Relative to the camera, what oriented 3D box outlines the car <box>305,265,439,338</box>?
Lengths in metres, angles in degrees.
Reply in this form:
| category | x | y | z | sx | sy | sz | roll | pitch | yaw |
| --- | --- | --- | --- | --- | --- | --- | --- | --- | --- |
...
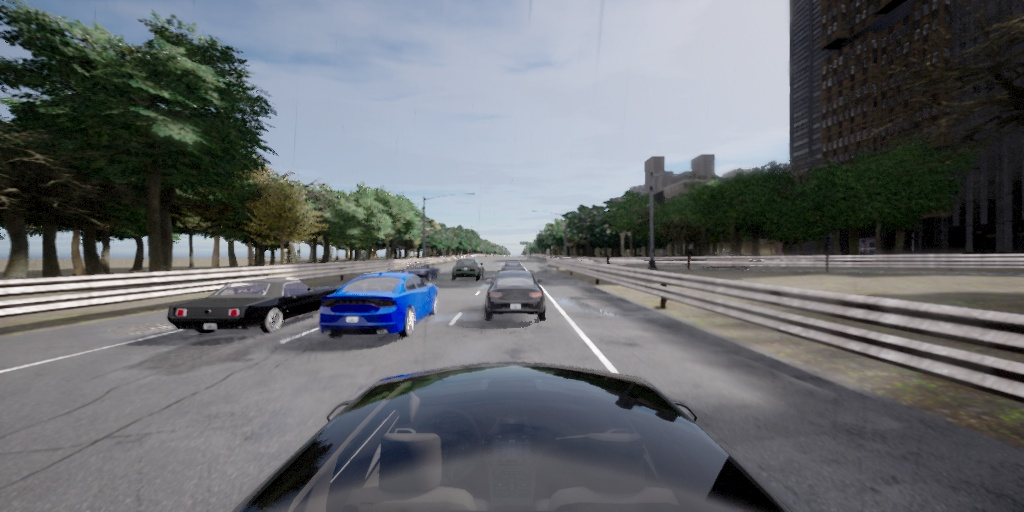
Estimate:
| category | x | y | z | sx | sy | sz | roll | pitch | yaw |
| --- | --- | --- | --- | --- | --- | --- | --- | --- | --- |
| car | -3.400 | 1.189 | 10.114 | 1.882 | 1.535 | 5.008 | 0 | 0 | 0 |

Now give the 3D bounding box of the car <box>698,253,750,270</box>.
| category | x | y | z | sx | sy | sz | roll | pitch | yaw |
| --- | --- | --- | --- | --- | --- | --- | --- | --- | --- |
| car | 21.989 | 0.500 | 37.382 | 2.097 | 1.767 | 4.553 | 0 | -1 | -35 |

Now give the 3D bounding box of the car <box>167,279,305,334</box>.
| category | x | y | z | sx | sy | sz | roll | pitch | yaw |
| --- | --- | --- | --- | --- | --- | --- | --- | --- | --- |
| car | -6.901 | 1.310 | 10.422 | 1.895 | 1.301 | 4.718 | 0 | 0 | 0 |

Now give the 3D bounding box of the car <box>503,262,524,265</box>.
| category | x | y | z | sx | sy | sz | roll | pitch | yaw |
| --- | --- | --- | --- | --- | --- | --- | --- | --- | --- |
| car | 0.101 | 1.151 | 29.437 | 1.994 | 1.385 | 4.181 | 0 | 0 | 0 |

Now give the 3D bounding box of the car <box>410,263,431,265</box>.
| category | x | y | z | sx | sy | sz | roll | pitch | yaw |
| --- | --- | --- | --- | --- | --- | --- | --- | --- | --- |
| car | -6.898 | 1.200 | 27.571 | 1.895 | 1.301 | 4.718 | 0 | 0 | 0 |

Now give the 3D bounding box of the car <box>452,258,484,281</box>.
| category | x | y | z | sx | sy | sz | roll | pitch | yaw |
| --- | --- | --- | --- | --- | --- | --- | --- | --- | --- |
| car | -3.400 | 0.945 | 28.443 | 2.097 | 1.767 | 4.553 | 0 | 0 | 0 |

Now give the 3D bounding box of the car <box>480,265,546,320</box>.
| category | x | y | z | sx | sy | sz | roll | pitch | yaw |
| --- | --- | --- | --- | --- | --- | --- | --- | --- | --- |
| car | 0.101 | 1.223 | 12.240 | 1.812 | 1.442 | 4.674 | 0 | 0 | 0 |
